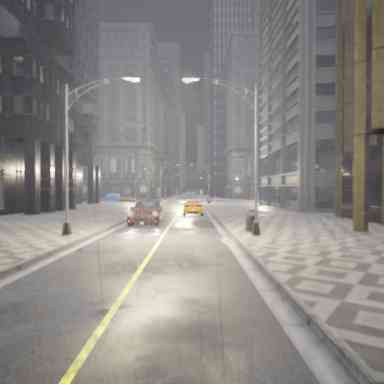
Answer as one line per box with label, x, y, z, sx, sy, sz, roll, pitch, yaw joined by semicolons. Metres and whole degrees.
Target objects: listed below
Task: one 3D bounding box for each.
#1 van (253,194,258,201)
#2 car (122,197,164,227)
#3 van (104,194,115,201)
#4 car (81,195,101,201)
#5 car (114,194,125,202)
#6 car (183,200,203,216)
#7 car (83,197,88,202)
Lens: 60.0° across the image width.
van;17.768;1.458;84.702;3.998;1.788;1.690;0;1;0
car;-3.093;1.358;22.824;2.097;1.767;4.553;0;0;0
van;-20.216;1.335;84.552;3.998;1.788;1.690;0;1;0
car;-25.630;1.545;84.536;4.313;1.339;1.947;0;1;0
car;-14.619;1.659;76.044;4.829;1.417;1.752;0;1;0
car;0.104;1.492;33.343;1.882;1.535;5.008;0;0;0
car;-25.369;1.647;76.012;4.507;1.381;1.887;0;1;0
